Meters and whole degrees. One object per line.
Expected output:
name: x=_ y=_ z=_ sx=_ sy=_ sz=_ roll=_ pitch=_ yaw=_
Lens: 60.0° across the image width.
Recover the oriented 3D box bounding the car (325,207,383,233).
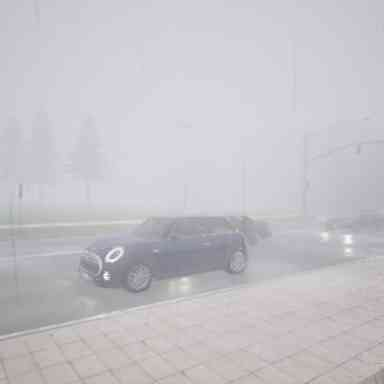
car: x=10.493 y=1.726 z=21.298 sx=4.674 sy=1.442 sz=1.812 roll=1 pitch=0 yaw=-36

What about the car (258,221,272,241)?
car: x=1.143 y=1.637 z=14.587 sx=5.357 sy=1.411 sz=2.033 roll=1 pitch=0 yaw=-35

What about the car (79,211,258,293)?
car: x=-0.634 y=1.396 z=9.069 sx=4.553 sy=1.767 sz=2.097 roll=1 pitch=0 yaw=-36
